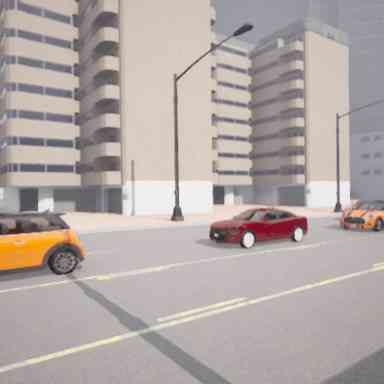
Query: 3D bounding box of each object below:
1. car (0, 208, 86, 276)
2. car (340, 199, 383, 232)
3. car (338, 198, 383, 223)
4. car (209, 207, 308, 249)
[{"bbox_3d":[-5.318,1.346,8.806,4.553,1.767,2.097,0,0,-35],"label":"car"},{"bbox_3d":[11.033,1.365,20.229,4.553,1.767,2.097,0,0,-35],"label":"car"},{"bbox_3d":[13.889,1.391,26.388,4.553,1.767,2.097,0,0,-35],"label":"car"},{"bbox_3d":[3.005,1.449,14.630,5.008,1.535,1.882,0,0,-35],"label":"car"}]
